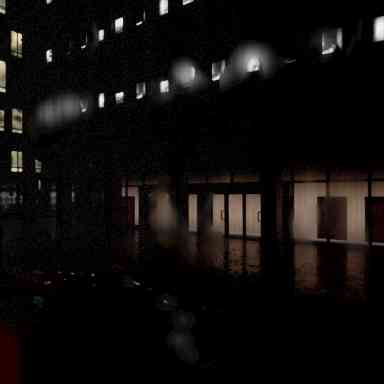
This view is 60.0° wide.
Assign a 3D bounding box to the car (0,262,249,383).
[{"bbox_3d":[-1.546,1.545,4.001,4.507,1.381,1.887,0,0,36],"label":"car"}]
